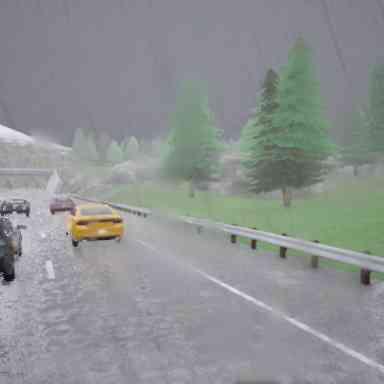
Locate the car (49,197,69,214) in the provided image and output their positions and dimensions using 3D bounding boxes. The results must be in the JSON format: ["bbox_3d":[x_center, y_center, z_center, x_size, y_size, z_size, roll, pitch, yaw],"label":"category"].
[{"bbox_3d":[-11.536,1.110,29.492,1.994,1.385,4.181,-1,1,-25],"label":"car"}]

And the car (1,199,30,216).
[{"bbox_3d":[-14.016,1.207,26.558,1.895,1.301,4.718,-1,1,-25],"label":"car"}]

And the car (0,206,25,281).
[{"bbox_3d":[-5.689,1.373,8.940,1.837,1.490,4.892,-1,1,-25],"label":"car"}]

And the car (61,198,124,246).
[{"bbox_3d":[-4.323,1.250,14.266,1.882,1.535,5.008,-1,1,-25],"label":"car"}]
